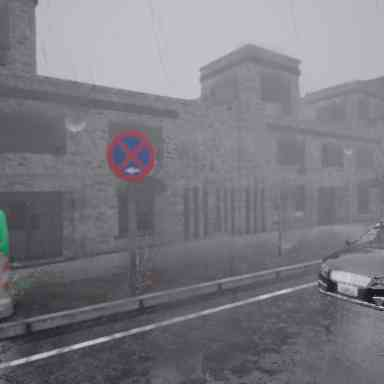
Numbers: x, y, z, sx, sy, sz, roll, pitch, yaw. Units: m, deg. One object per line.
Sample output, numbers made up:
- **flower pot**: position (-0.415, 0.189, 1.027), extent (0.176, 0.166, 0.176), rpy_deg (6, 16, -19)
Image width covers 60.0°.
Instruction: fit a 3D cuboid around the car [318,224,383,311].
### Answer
- **car**: position (4.792, 1.486, 7.392), extent (4.902, 1.511, 2.128), rpy_deg (0, 0, -35)
